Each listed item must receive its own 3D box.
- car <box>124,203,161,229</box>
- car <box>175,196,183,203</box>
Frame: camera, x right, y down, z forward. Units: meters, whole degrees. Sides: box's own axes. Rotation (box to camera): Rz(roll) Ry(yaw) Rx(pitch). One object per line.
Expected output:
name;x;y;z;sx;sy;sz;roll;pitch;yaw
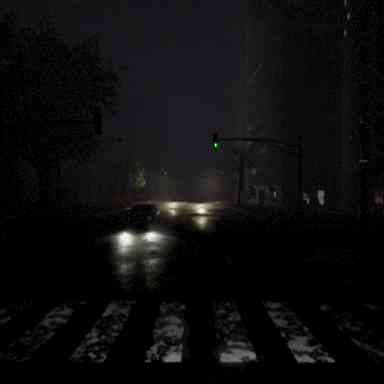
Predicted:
car;-3.213;1.511;22.225;1.882;1.535;5.008;0;0;0
car;-3.130;1.772;79.539;1.882;1.535;5.008;0;0;0
